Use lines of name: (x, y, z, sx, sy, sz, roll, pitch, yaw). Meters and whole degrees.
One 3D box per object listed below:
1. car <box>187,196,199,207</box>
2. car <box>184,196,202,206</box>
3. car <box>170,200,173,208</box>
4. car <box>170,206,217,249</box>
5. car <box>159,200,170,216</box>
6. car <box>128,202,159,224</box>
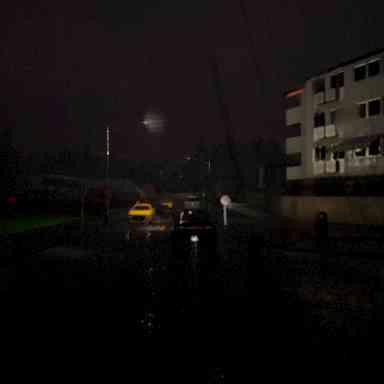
car: (0.081, 1.830, 63.618, 2.150, 2.045, 5.566, 0, -1, -1)
car: (0.097, 1.648, 44.564, 2.150, 2.045, 5.566, 0, -1, 0)
car: (-4.042, 1.986, 53.048, 1.882, 1.535, 5.008, 0, 0, 0)
car: (0.100, 1.639, 15.358, 2.128, 1.511, 4.902, 0, -1, 0)
car: (-4.086, 1.914, 38.248, 2.033, 1.411, 5.357, 0, -1, 0)
car: (-4.080, 1.743, 27.600, 1.882, 1.535, 5.008, 0, -1, -2)
